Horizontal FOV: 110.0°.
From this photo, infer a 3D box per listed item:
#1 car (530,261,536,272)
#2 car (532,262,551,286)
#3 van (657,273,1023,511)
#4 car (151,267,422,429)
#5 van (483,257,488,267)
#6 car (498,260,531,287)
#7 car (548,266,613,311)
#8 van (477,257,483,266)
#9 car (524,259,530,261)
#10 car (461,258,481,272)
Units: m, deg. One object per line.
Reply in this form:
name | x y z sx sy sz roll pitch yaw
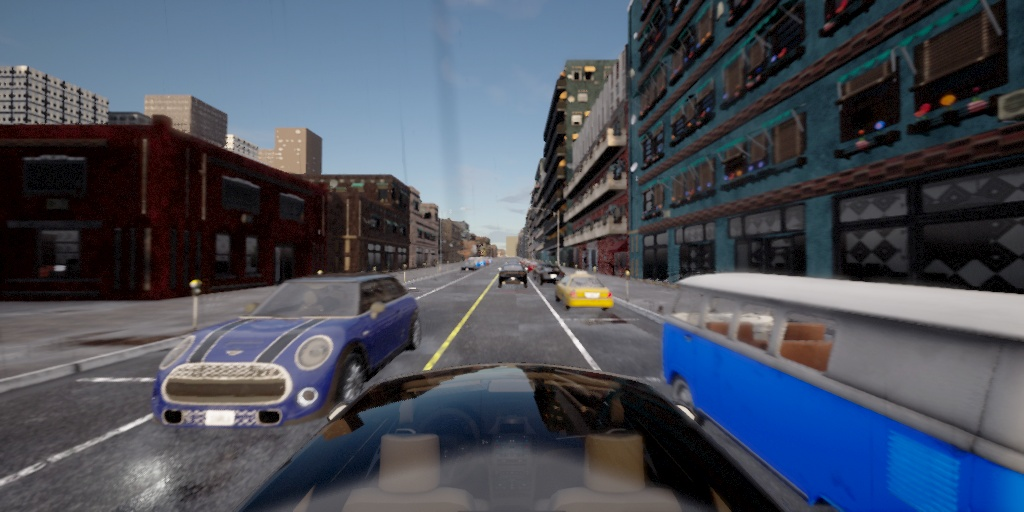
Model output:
car | 2.688 1.337 30.950 1.948 1.339 4.313 0 0 0
car | 2.688 1.335 25.369 1.948 1.339 4.313 0 0 0
van | 2.691 1.092 3.046 1.690 1.789 3.998 0 0 0
car | -3.051 1.106 6.013 2.097 1.767 4.553 0 0 0
van | -5.697 1.114 64.391 1.690 1.789 3.998 0 0 0
car | 0.071 1.246 24.741 1.882 1.535 5.008 0 0 0
car | 2.689 1.287 14.376 1.751 1.417 4.829 0 0 0
van | -5.696 1.115 53.230 1.690 1.789 3.998 0 0 0
car | 2.687 1.319 42.112 1.888 1.381 4.507 0 0 0
car | -5.695 1.340 47.650 1.948 1.339 4.313 0 0 0
